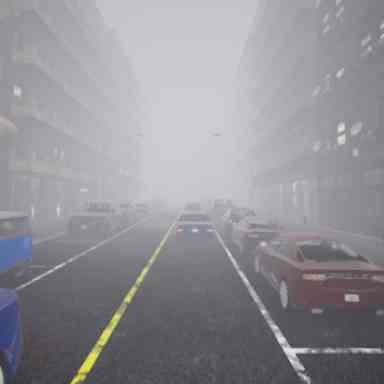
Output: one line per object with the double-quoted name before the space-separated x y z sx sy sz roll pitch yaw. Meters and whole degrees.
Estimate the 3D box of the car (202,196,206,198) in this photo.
"car" 2.640 1.762 62.920 2.192 1.841 5.009 1 -1 0

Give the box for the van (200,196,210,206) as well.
"van" 2.647 1.839 68.452 1.690 1.788 3.998 1 -1 0

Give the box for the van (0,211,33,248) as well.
"van" -5.282 1.385 7.682 1.690 1.788 3.998 1 0 0

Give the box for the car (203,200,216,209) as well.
"car" 2.620 1.934 51.856 1.802 1.307 4.206 1 0 0

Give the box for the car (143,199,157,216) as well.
"car" -5.249 1.789 35.333 1.947 1.339 4.313 1 0 0

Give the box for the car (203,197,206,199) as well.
"car" 2.607 1.705 40.795 1.967 1.590 4.097 1 0 0

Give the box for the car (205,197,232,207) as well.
"car" 2.595 1.500 29.733 2.192 1.841 5.009 1 0 0

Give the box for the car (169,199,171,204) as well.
"car" -5.219 1.942 57.453 1.887 1.381 4.507 1 0 0

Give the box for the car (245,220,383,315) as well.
"car" 2.594 1.589 7.608 1.887 1.381 4.507 1 0 0

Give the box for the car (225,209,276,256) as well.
"car" 2.601 1.623 13.138 1.887 1.381 4.507 1 0 0

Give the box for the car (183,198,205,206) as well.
"car" 0.149 1.722 34.410 1.837 1.490 4.892 0 0 0

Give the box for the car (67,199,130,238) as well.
"car" -5.266 1.427 18.742 2.192 1.841 5.009 1 0 0

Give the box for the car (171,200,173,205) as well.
"car" -5.197 2.131 74.046 1.802 1.307 4.206 1 -1 0

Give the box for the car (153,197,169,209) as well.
"car" -5.221 1.666 51.924 2.192 1.841 5.009 1 0 0

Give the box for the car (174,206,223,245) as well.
"car" 0.122 1.643 16.131 2.033 1.411 5.357 0 0 0

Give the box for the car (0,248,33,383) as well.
"car" -2.847 1.487 1.688 1.882 1.535 5.008 0 0 0

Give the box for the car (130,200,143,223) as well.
"car" -5.258 1.462 24.272 2.192 1.841 5.009 1 0 0

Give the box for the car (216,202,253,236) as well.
"car" 2.619 1.553 18.670 1.967 1.590 4.097 1 0 0
